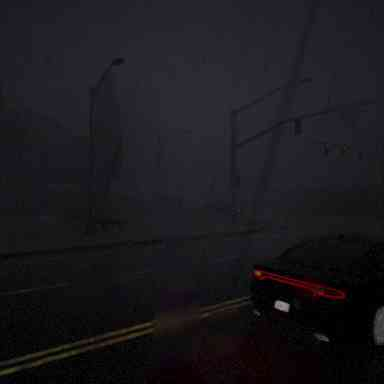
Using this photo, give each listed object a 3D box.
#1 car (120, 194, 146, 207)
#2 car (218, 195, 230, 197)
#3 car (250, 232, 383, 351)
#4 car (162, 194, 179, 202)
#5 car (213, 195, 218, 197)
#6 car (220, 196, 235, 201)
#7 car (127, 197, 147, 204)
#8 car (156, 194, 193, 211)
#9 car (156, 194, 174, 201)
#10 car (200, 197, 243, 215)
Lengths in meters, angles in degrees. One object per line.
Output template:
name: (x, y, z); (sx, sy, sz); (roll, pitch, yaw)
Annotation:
car: (-10.105, 1.411, 55.629); (2.150, 2.045, 5.566); (0, 0, -35)
car: (7.762, 1.736, 68.395); (3.806, 1.475, 1.970); (0, 0, -36)
car: (3.290, 1.522, 6.371); (5.008, 1.535, 1.882); (0, 0, -37)
car: (-5.543, 1.507, 86.563); (3.866, 1.878, 1.905); (0, 0, -36)
car: (6.064, 1.498, 70.740); (3.866, 1.878, 1.905); (0, 0, -36)
car: (10.155, 1.864, 94.682); (3.806, 1.475, 1.970); (0, 0, -36)
car: (-11.668, 1.787, 70.304); (2.033, 1.411, 5.357); (0, 0, -35)
car: (-2.616, 1.404, 44.754); (2.150, 2.045, 5.566); (0, 0, -35)
car: (-7.207, 1.506, 88.932); (4.605, 1.855, 1.932); (0, 0, -36)
car: (3.443, 1.667, 35.992); (2.128, 1.511, 4.902); (0, 0, -35)
